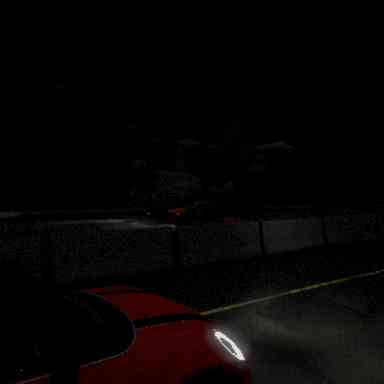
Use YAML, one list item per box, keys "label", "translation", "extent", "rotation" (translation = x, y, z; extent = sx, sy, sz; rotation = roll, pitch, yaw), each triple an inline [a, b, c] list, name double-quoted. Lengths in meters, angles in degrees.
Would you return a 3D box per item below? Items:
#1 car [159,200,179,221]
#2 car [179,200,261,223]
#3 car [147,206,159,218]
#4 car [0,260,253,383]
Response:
- label: "car"
  translation: [0.425, 1.438, 24.736]
  extent: [5.008, 1.535, 1.882]
  rotation: [0, 0, -30]
- label: "car"
  translation: [2.165, 1.100, 21.699]
  extent: [5.357, 1.411, 2.033]
  rotation: [0, 0, -30]
- label: "car"
  translation: [-1.316, 1.442, 27.772]
  extent: [4.902, 1.511, 2.128]
  rotation: [0, 0, -30]
- label: "car"
  translation: [-1.659, 1.347, 2.466]
  extent: [4.553, 1.767, 2.097]
  rotation: [0, 0, -35]
